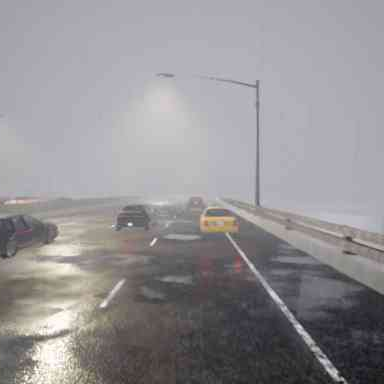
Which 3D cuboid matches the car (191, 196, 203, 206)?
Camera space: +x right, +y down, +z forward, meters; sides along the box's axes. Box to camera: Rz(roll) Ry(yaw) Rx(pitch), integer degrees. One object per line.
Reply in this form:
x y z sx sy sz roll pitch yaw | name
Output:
0.789 1.409 52.784 1.812 1.442 4.674 0 0 2 | car

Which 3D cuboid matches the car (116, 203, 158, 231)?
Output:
-3.281 1.452 20.188 1.837 1.490 4.892 0 1 1 | car

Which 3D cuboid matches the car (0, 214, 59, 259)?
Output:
-6.856 1.511 12.362 2.033 1.411 5.357 0 0 0 | car

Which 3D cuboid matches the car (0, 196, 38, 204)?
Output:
-20.610 1.255 40.326 2.097 1.767 4.553 0 0 2 | car

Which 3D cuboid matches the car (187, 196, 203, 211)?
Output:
0.489 1.256 39.876 2.097 1.767 4.553 0 0 2 | car

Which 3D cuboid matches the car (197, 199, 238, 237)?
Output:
1.311 1.408 17.735 1.801 1.575 5.366 0 0 1 | car

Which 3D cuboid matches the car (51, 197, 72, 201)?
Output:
-17.024 1.404 43.464 1.837 1.490 4.892 0 0 2 | car
